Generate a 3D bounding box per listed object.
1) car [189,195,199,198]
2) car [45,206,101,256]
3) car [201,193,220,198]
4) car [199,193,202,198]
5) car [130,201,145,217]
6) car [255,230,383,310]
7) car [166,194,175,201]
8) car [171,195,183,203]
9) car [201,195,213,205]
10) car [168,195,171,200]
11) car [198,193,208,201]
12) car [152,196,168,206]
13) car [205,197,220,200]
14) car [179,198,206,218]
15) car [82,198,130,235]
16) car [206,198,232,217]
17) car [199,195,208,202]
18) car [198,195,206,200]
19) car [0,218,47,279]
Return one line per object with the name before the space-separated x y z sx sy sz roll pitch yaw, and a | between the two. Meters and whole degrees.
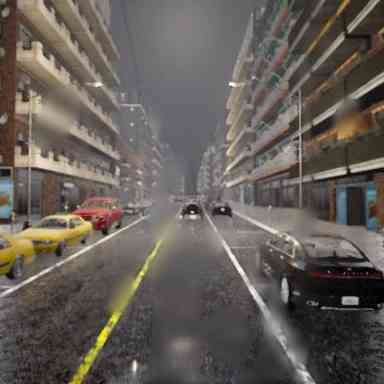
car | 0.043 1.394 56.094 1.801 1.575 5.366 0 0 0
car | -5.280 1.507 13.118 1.752 1.417 4.829 2 0 0
car | 2.625 1.261 41.599 2.192 1.841 5.009 2 0 0
car | 2.629 1.378 52.925 1.967 1.590 4.097 2 0 0
car | -5.269 1.509 30.282 2.008 1.369 4.403 2 0 0
car | 2.595 1.539 7.613 2.008 1.369 4.403 2 0 0
car | -5.230 1.379 81.260 1.967 1.590 4.097 2 0 0
car | -2.702 1.473 68.195 2.033 1.411 5.357 0 0 0
car | 2.633 1.377 58.591 1.967 1.590 4.097 2 0 0
car | -5.249 1.482 58.602 1.887 1.381 4.507 2 0 0
car | 2.653 1.253 81.249 2.192 1.841 5.009 2 0 0
car | -5.253 1.464 52.766 1.752 1.417 4.829 2 0 0
car | 2.613 1.533 35.934 1.802 1.307 4.206 2 0 0
car | 0.057 1.487 29.535 1.812 1.442 4.674 0 0 1
car | -5.268 1.289 18.953 2.192 1.841 5.009 2 0 0
car | 2.610 1.523 30.272 1.947 1.339 4.313 2 0 0
car | 2.643 1.462 75.754 1.752 1.417 4.829 2 0 0
car | 2.653 1.493 92.577 2.008 1.369 4.403 2 0 0
car | -5.284 1.515 7.454 1.752 1.417 4.829 2 0 0
